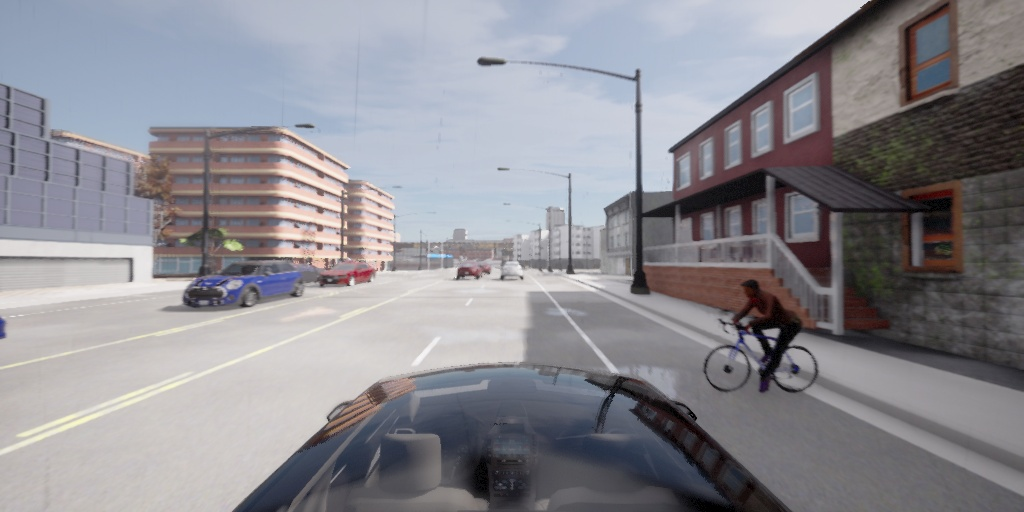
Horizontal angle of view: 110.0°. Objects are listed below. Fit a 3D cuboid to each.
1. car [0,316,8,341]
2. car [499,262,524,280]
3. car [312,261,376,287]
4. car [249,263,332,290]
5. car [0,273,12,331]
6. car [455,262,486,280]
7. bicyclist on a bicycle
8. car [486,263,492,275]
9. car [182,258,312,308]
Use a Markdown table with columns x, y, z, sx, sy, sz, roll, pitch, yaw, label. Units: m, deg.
| x | y | z | sx | sy | sz | roll | pitch | yaw | label |
| --- | --- | --- | --- | --- | --- | --- | --- | --- | --- |
| -10.596 | 1.251 | 4.894 | 1.812 | 1.442 | 4.674 | 0 | 0 | 0 | car |
| 0.005 | 1.190 | 29.779 | 1.812 | 1.442 | 4.674 | 0 | -1 | 0 | car |
| -10.496 | 1.127 | 23.147 | 1.882 | 1.535 | 5.008 | 0 | 0 | 0 | car |
| -13.996 | 1.215 | 23.147 | 2.033 | 1.411 | 5.357 | 0 | 0 | 0 | car |
| -14.091 | 1.212 | 6.989 | 1.837 | 1.490 | 4.892 | 0 | 0 | 0 | car |
| -3.494 | 1.188 | 29.920 | 1.812 | 1.442 | 4.674 | 0 | -1 | 0 | car |
| 3.565 | 1.154 | 5.134 | 1.656 | 1.620 | 0.582 | 0 | 0 | 0 | bicyclist on a bicycle |
| -3.462 | 1.498 | 43.252 | 1.812 | 1.442 | 4.674 | 0 | -2 | 1 | car |
| -10.577 | 0.991 | 14.549 | 2.097 | 1.767 | 4.553 | 0 | 1 | 0 | car |
